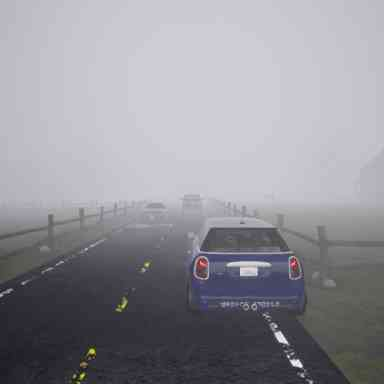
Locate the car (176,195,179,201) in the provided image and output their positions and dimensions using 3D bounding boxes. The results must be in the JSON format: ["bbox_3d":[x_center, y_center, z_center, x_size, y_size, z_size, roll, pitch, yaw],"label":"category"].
[{"bbox_3d":[-2.909,1.542,82.498,2.128,1.511,4.902,0,0,0],"label":"car"}]

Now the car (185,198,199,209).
[{"bbox_3d":[-0.040,1.537,46.361,1.812,1.442,4.674,0,0,0],"label":"car"}]

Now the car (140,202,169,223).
[{"bbox_3d":[-2.800,1.525,25.517,1.812,1.442,4.674,0,0,0],"label":"car"}]

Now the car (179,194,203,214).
[{"bbox_3d":[0.002,1.226,35.716,2.150,2.045,5.566,0,0,0],"label":"car"}]

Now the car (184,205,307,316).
[{"bbox_3d":[0.947,1.349,7.682,2.097,1.767,4.553,0,0,0],"label":"car"}]
